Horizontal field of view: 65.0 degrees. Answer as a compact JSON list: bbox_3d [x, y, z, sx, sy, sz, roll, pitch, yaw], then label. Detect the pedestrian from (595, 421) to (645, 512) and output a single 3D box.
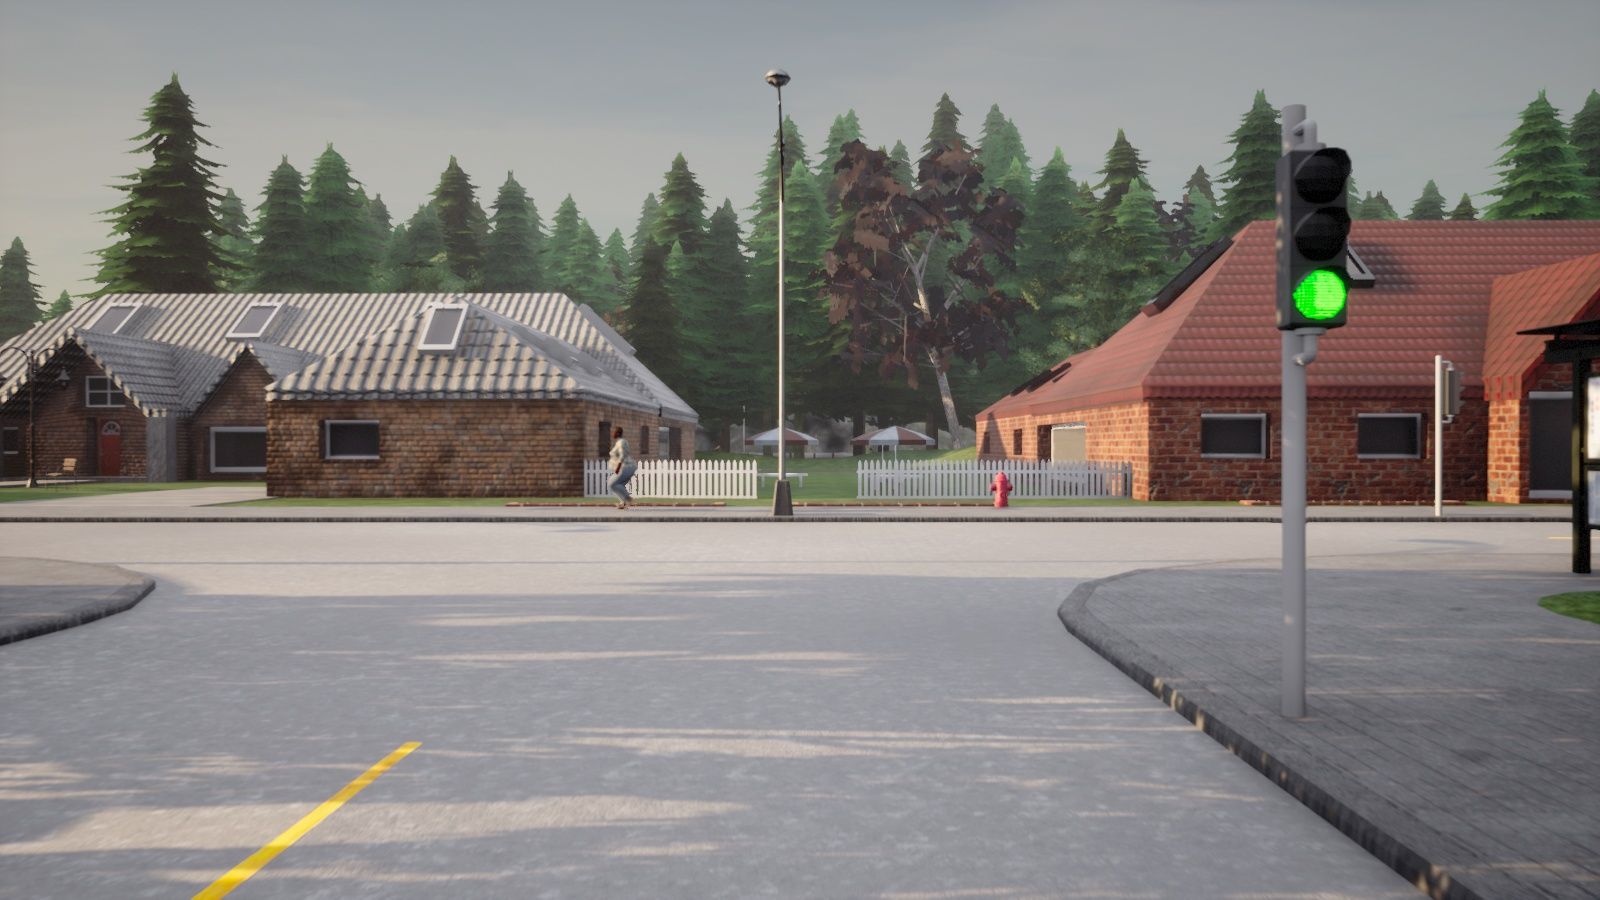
[{"bbox_3d":[-3.755,0.339,26.256,0.900,1.855,0.874,0,0,0],"label":"pedestrian"}]
